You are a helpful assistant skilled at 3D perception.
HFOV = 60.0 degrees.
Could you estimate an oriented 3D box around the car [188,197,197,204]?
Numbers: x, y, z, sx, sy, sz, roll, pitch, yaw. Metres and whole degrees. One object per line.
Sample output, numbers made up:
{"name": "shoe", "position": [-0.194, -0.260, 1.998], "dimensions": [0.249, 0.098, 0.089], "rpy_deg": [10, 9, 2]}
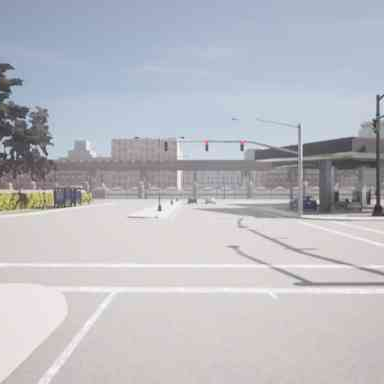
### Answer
{"name": "car", "position": [0.063, 1.575, 64.417], "dimensions": [2.033, 1.411, 5.357], "rpy_deg": [0, 0, 0]}

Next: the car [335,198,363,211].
{"name": "car", "position": [18.995, 1.473, 40.487], "dimensions": [1.970, 1.475, 3.806], "rpy_deg": [0, 0, 0]}

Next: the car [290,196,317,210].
{"name": "car", "position": [13.249, 1.312, 39.730], "dimensions": [2.242, 1.667, 4.611], "rpy_deg": [0, 0, 0]}

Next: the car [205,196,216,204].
{"name": "car", "position": [3.563, 1.554, 64.414], "dimensions": [1.812, 1.442, 4.674], "rpy_deg": [0, 0, 0]}
